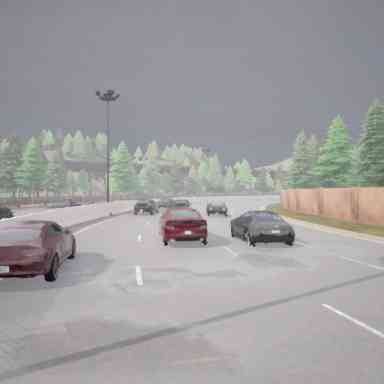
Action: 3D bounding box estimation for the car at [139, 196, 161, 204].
[{"bbox_3d":[-8.176,1.492,65.543,2.128,1.511,4.902,0,0,21],"label":"car"}]

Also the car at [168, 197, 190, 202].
[{"bbox_3d":[-0.957,1.503,33.903,1.837,1.490,4.892,0,-1,4],"label":"car"}]

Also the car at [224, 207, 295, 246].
[{"bbox_3d":[3.082,1.564,15.376,1.994,1.385,4.181,0,0,-8],"label":"car"}]

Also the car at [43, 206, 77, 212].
[{"bbox_3d":[-11.872,1.547,30.818,2.033,1.411,5.357,0,0,2],"label":"car"}]

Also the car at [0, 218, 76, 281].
[{"bbox_3d":[-4.570,1.526,9.525,1.812,1.442,4.674,0,0,-10],"label":"car"}]

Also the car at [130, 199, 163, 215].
[{"bbox_3d":[-4.571,1.505,33.863,1.837,1.490,4.892,0,0,5],"label":"car"}]

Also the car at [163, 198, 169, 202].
[{"bbox_3d":[-3.331,1.547,44.227,2.033,1.411,5.357,0,0,12],"label":"car"}]

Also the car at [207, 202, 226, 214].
[{"bbox_3d":[2.403,1.601,32.227,1.895,1.301,4.718,0,0,3],"label":"car"}]

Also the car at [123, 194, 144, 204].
[{"bbox_3d":[-11.601,1.352,66.463,2.097,1.767,4.553,0,0,21],"label":"car"}]

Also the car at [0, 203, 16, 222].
[{"bbox_3d":[-15.320,1.564,25.010,1.994,1.385,4.181,0,0,-1],"label":"car"}]

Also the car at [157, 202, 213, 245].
[{"bbox_3d":[-0.516,1.477,15.754,1.882,1.535,5.008,0,0,-8],"label":"car"}]

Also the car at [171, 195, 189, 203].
[{"bbox_3d":[-2.536,1.476,70.005,1.837,1.490,4.892,0,0,24],"label":"car"}]
